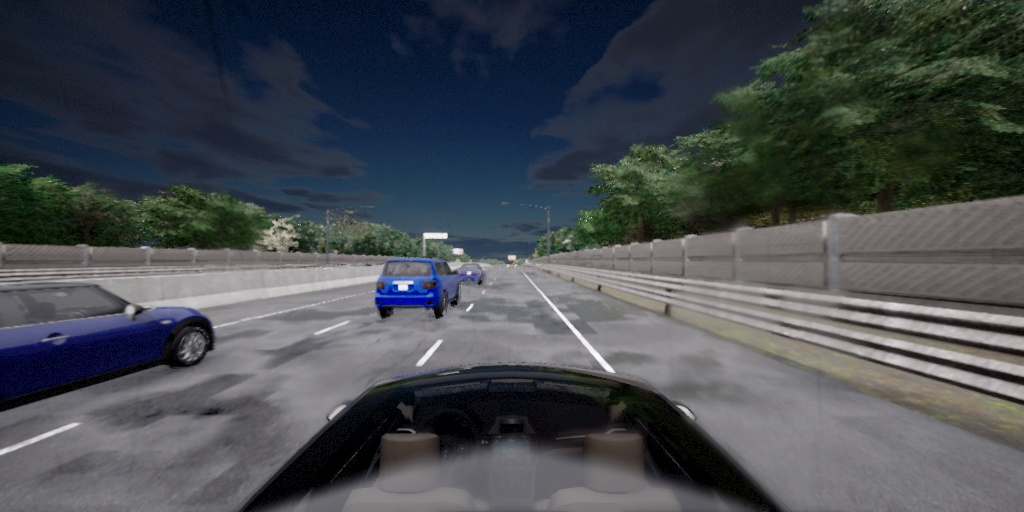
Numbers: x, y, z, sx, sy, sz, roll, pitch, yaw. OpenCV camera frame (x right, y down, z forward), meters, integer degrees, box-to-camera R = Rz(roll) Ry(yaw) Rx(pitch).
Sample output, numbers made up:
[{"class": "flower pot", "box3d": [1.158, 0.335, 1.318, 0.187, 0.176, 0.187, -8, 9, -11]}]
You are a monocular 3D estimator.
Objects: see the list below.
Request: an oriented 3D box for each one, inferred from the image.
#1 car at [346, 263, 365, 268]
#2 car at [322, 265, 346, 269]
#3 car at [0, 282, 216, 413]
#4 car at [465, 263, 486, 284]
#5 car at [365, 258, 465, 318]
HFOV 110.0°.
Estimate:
[{"class": "car", "box3d": [-21.044, 1.780, 50.666, 1.837, 1.490, 4.892, 0, 0, 0]}, {"class": "car", "box3d": [-24.542, 1.872, 50.148, 1.895, 1.301, 4.718, 0, -1, 1]}, {"class": "car", "box3d": [-6.902, 1.141, 5.198, 2.097, 1.767, 4.553, 0, -1, 0]}, {"class": "car", "box3d": [-3.392, 1.411, 30.388, 2.097, 1.767, 4.553, 0, -1, 0]}, {"class": "car", "box3d": [-3.395, 1.104, 13.858, 2.150, 2.045, 5.566, 0, -1, 0]}]
